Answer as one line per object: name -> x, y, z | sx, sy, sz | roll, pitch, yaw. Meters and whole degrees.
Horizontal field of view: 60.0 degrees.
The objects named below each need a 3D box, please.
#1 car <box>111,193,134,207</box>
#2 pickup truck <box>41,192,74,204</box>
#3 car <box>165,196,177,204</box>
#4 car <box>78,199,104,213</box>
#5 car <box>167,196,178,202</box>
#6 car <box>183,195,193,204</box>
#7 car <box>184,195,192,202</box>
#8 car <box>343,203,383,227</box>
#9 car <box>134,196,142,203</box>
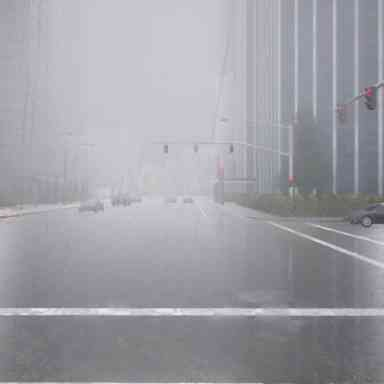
car -> -11.273, 1.223, 53.239 | 2.150, 2.045, 5.566 | 0, 0, 0
pickup truck -> -24.365, 1.059, 60.024 | 2.390, 2.098, 6.274 | 0, 0, 30
car -> -4.187, 1.601, 65.000 | 1.895, 1.301, 4.718 | 0, 0, 0
car -> -11.131, 1.525, 37.070 | 1.812, 1.442, 4.674 | 0, 0, -1
car -> -4.378, 1.540, 75.261 | 2.033, 1.411, 5.357 | 0, 0, -1
car -> -0.790, 1.526, 65.341 | 1.812, 1.442, 4.674 | 0, 0, -1
car -> -0.882, 1.387, 75.592 | 1.882, 1.535, 5.008 | 0, 0, -1
car -> 12.618, 1.505, 22.088 | 4.892, 1.490, 1.837 | 0, 0, 0
car -> -11.312, 1.568, 67.447 | 1.994, 1.385, 4.181 | 0, 0, 0
